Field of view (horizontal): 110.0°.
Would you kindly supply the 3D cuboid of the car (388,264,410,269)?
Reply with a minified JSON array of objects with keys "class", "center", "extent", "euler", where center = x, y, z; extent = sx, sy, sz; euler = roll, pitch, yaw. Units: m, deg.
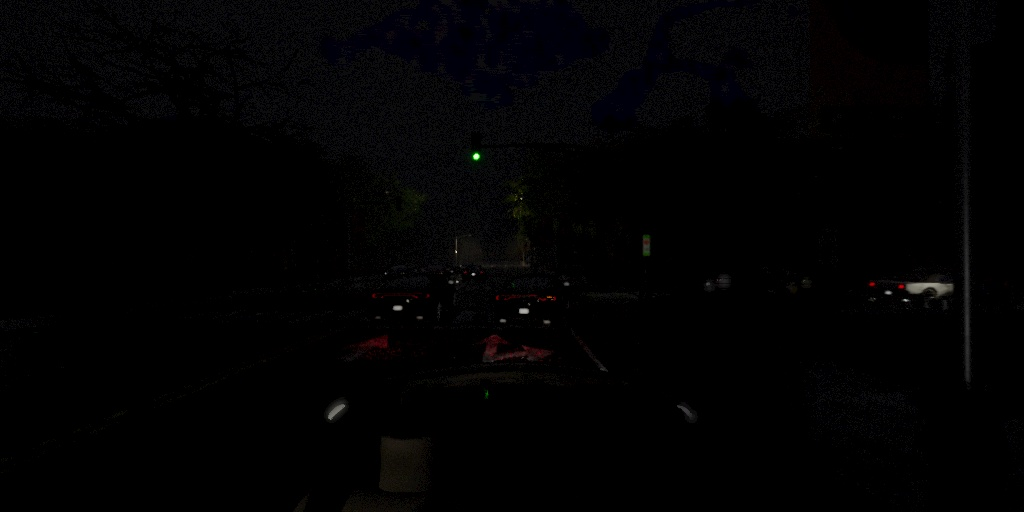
[{"class":"car","center":[-9.855,1.443,31.841],"extent":[1.812,1.442,4.674],"euler":[0,0,-1]}]

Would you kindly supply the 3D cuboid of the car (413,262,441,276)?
[{"class":"car","center":[-9.841,1.467,41.949],"extent":[2.128,1.511,4.902],"euler":[0,0,0]}]

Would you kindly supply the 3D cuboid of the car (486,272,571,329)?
[{"class":"car","center":[0.800,1.282,11.689],"extent":[1.882,1.535,5.008],"euler":[0,0,11]}]

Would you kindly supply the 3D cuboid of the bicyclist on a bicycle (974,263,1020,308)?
[{"class":"bicyclist on a bicycle","center":[18.127,1.093,13.629],"extent":[0.582,1.620,1.656],"euler":[0,-1,0]}]

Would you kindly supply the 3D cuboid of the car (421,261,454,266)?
[{"class":"car","center":[-6.604,1.441,31.581],"extent":[1.812,1.442,4.674],"euler":[0,0,0]}]

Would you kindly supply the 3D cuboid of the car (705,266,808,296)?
[{"class":"car","center":[13.183,1.314,19.493],"extent":[4.902,1.511,2.128],"euler":[0,0,0]}]

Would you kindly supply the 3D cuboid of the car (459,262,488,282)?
[{"class":"car","center":[-3.152,1.478,31.286],"extent":[1.994,1.385,4.181],"euler":[0,0,0]}]

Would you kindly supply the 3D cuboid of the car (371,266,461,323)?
[{"class":"car","center":[-3.151,1.285,12.356],"extent":[1.882,1.535,5.008],"euler":[0,0,0]}]

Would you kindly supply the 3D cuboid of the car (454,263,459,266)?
[{"class":"car","center":[-6.598,1.537,41.440],"extent":[1.994,1.385,4.181],"euler":[0,0,0]}]

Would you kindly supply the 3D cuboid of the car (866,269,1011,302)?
[{"class":"car","center":[19.587,1.403,16.556],"extent":[4.718,1.301,1.895],"euler":[0,0,0]}]

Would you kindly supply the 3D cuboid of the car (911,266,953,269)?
[{"class":"car","center":[22.752,1.288,19.482],"extent":[5.008,1.535,1.882],"euler":[0,0,0]}]
